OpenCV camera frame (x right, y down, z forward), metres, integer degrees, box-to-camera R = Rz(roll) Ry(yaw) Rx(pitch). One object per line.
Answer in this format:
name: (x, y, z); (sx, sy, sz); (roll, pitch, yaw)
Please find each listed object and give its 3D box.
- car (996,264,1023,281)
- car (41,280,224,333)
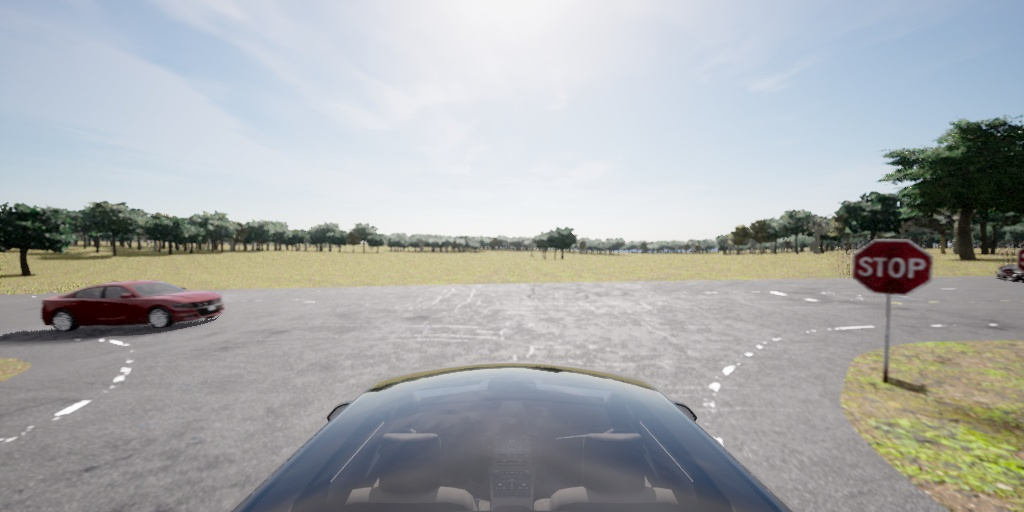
car: (28.044, 0.666, 18.312); (4.892, 1.490, 1.837); (-2, 2, 1)
car: (-12.583, 1.572, 12.073); (5.008, 1.535, 1.882); (-2, 2, 1)
